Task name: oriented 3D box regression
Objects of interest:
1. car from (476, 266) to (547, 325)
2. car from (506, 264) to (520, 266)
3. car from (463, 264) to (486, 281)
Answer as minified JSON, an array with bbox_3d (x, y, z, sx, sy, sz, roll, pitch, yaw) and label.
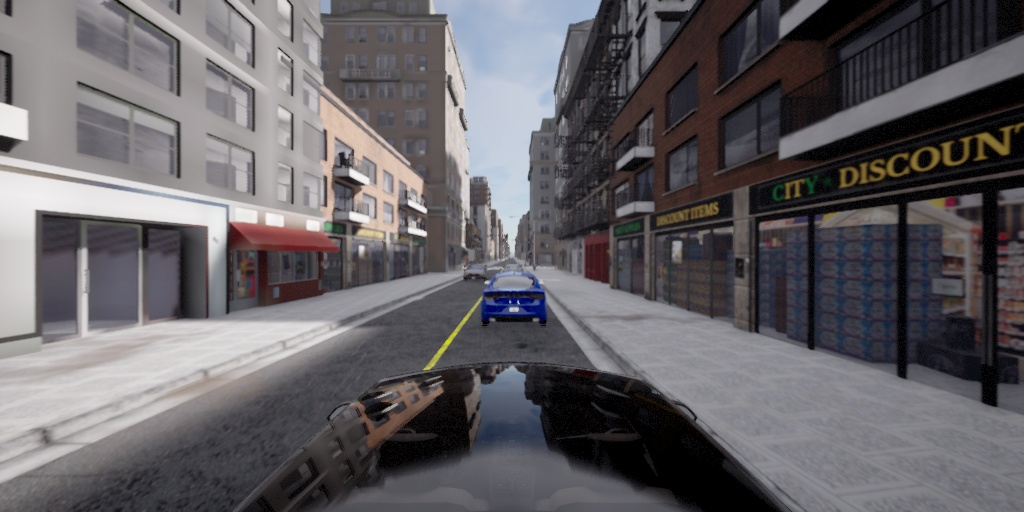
[{"bbox_3d":[0.075,1.265,11.959,1.882,1.535,5.008,0,0,0],"label":"car"},{"bbox_3d":[0.104,1.414,30.545,2.033,1.411,5.357,0,0,0],"label":"car"},{"bbox_3d":[-3.082,1.418,31.446,2.033,1.411,5.357,0,0,0],"label":"car"}]
